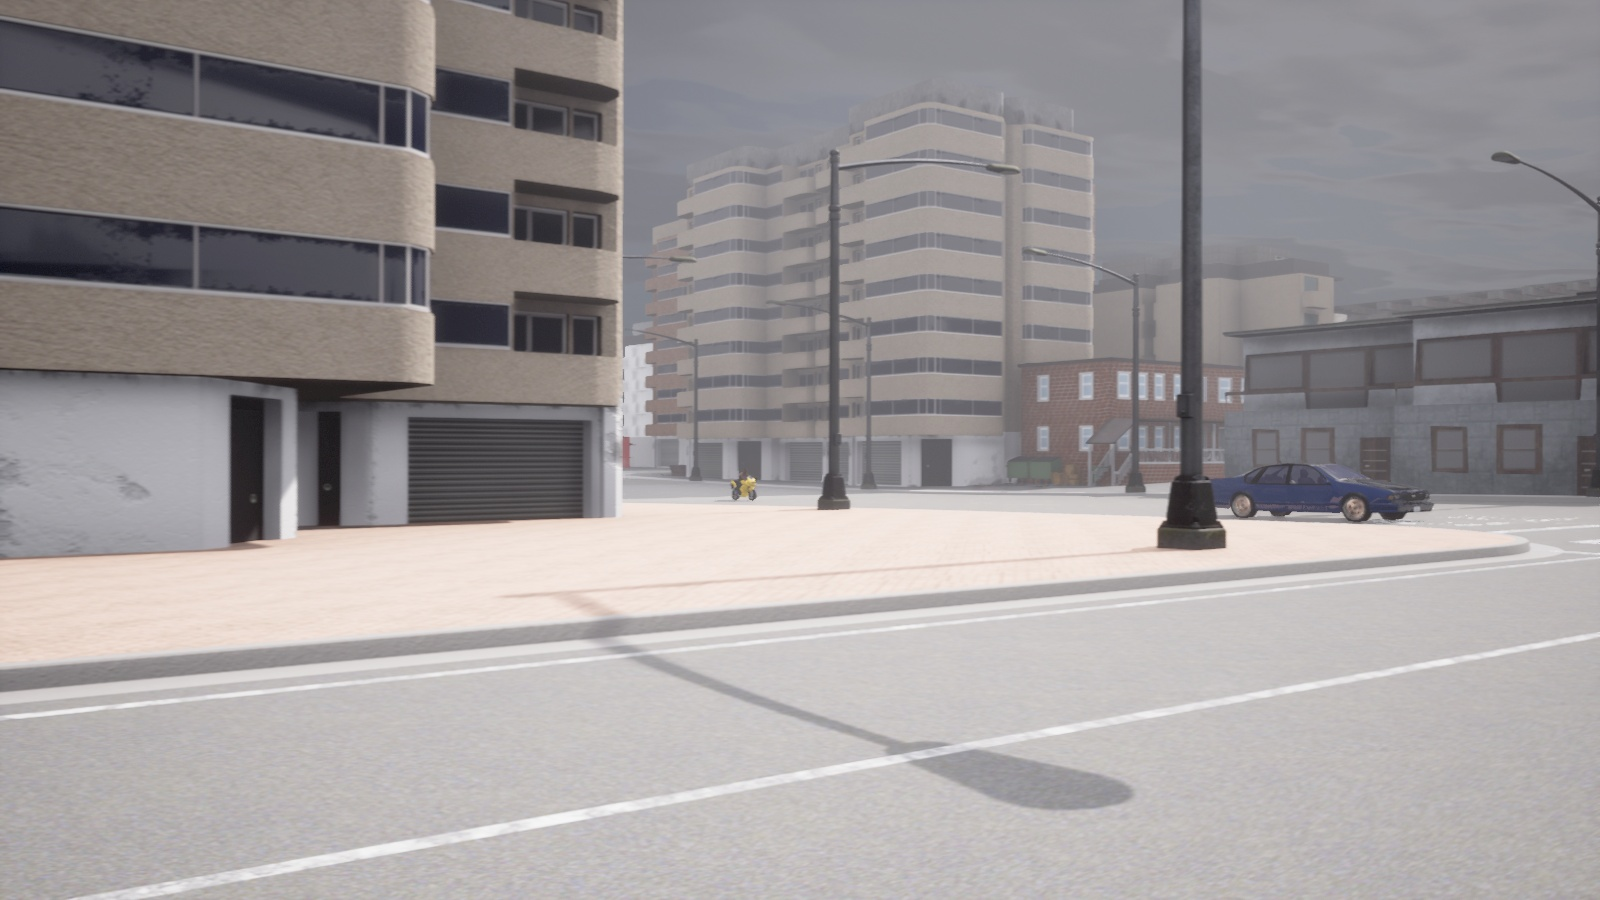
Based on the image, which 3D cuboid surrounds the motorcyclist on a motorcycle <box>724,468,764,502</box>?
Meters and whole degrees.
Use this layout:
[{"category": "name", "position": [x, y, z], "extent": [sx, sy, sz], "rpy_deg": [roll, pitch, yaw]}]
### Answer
[{"category": "motorcyclist on a motorcycle", "position": [-2.571, 1.595, 57.471], "extent": [0.797, 1.523, 2.044], "rpy_deg": [0, -1, -36]}]

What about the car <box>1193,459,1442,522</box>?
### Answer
[{"category": "car", "position": [12.569, 0.951, 30.875], "extent": [2.033, 1.411, 5.357], "rpy_deg": [0, -1, -36]}]
